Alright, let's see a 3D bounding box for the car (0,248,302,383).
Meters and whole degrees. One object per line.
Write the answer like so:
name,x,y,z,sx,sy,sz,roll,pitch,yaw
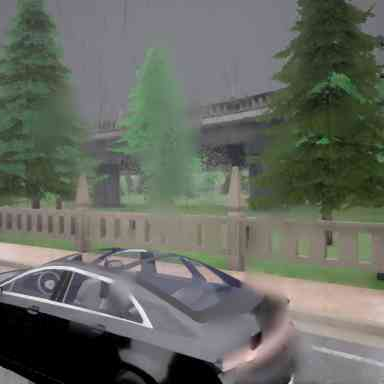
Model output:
car,-1.178,1.492,4.241,4.902,1.511,2.128,0,0,33
